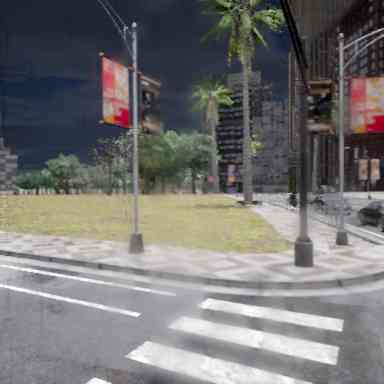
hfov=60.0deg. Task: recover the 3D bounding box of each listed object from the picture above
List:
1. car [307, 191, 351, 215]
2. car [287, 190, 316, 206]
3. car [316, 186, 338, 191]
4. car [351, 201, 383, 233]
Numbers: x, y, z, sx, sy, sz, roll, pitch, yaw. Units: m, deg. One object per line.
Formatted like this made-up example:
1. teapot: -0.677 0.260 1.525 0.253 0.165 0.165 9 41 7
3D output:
1. car: 10.872 0.896 26.119 2.128 1.511 4.902 0 1 6
2. car: 11.723 0.768 36.102 1.994 1.385 4.181 0 1 4
3. car: 22.231 -0.031 55.188 2.150 2.045 5.566 0 1 1
4. car: 9.830 1.161 16.487 1.994 1.385 4.181 0 1 6
